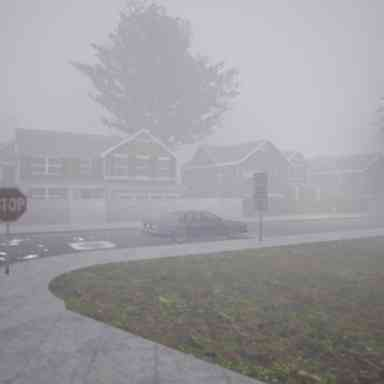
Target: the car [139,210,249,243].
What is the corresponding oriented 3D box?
[{"bbox_3d":[0.185,1.576,16.174,5.357,1.411,2.033,1,0,-30],"label":"car"}]
